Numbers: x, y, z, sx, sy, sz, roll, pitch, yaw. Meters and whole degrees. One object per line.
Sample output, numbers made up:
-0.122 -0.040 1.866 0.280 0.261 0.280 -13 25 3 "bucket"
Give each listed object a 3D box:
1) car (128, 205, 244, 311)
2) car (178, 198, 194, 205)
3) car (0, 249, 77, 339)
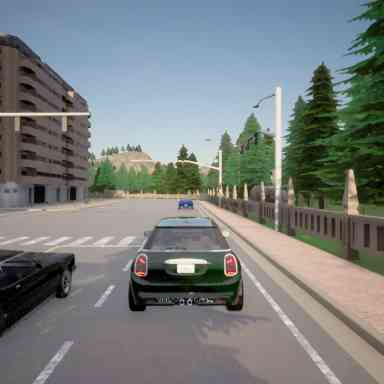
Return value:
-0.118 1.352 7.911 2.097 1.767 4.553 0 0 0 "car"
-0.822 1.478 44.290 1.882 1.535 5.008 0 0 -1 "car"
-3.537 1.601 5.544 1.895 1.301 4.718 0 0 -1 "car"
